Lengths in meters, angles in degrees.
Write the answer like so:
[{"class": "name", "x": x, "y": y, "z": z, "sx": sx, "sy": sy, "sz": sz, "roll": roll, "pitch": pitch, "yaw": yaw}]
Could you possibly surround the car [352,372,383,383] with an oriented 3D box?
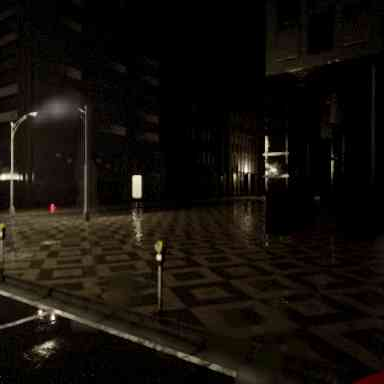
[{"class": "car", "x": 2.763, "y": 1.545, "z": 1.022, "sx": 4.507, "sy": 1.381, "sz": 1.887, "roll": 0, "pitch": 0, "yaw": 35}]
